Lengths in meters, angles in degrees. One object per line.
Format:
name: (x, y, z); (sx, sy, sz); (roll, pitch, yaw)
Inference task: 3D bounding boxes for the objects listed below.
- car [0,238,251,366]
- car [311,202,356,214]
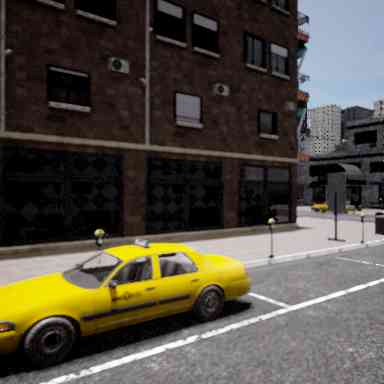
car: (-1.103, 1.536, 5.773); (4.829, 1.417, 1.752); (0, 0, -35)
car: (15.600, 1.619, 36.978); (1.752, 1.417, 4.829); (0, 0, -35)
